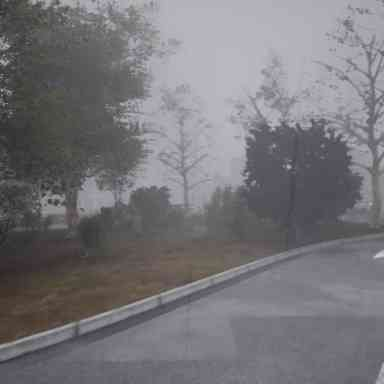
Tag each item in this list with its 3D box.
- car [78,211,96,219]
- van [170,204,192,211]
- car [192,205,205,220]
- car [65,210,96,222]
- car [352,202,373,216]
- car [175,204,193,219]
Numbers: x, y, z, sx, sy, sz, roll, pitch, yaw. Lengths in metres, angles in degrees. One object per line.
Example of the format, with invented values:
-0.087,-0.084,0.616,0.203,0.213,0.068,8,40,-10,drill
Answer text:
-17.114,4.116,56.385,2.002,1.452,4.674,-5,-4,40,car
-1.208,2.576,43.073,1.878,1.987,4.442,-4,-3,40,van
2.767,2.524,39.318,1.946,1.575,5.366,-3,-3,40,car
-19.568,4.164,58.399,2.185,1.767,4.553,-5,-4,40,car
20.950,1.935,40.269,2.185,1.767,4.553,-3,-2,40,car
0.737,2.653,41.033,1.946,1.575,5.366,-4,-3,40,car
